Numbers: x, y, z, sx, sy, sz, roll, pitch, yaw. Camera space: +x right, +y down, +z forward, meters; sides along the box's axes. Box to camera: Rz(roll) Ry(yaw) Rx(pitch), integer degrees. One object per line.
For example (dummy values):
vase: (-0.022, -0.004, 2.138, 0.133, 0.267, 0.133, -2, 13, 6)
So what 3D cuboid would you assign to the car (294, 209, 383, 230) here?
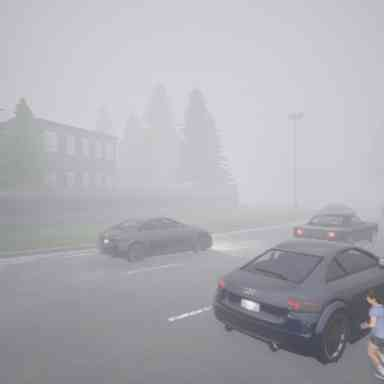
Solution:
car: (6.288, 1.601, 14.180, 4.718, 1.301, 1.895, 0, 0, -45)

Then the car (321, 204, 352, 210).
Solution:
car: (10.668, 1.565, 24.556, 1.994, 1.385, 4.181, 0, 0, 38)

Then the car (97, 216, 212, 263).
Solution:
car: (-1.255, 1.565, 12.078, 4.181, 1.385, 1.994, 0, 0, -40)

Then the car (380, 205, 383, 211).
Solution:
car: (18.061, 1.600, 29.769, 1.895, 1.301, 4.718, 0, 0, 25)

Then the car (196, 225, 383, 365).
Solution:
car: (2.351, 1.564, 5.952, 4.181, 1.385, 1.994, 0, 0, -40)

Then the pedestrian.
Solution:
pedestrian: (2.307, 1.674, 4.044, 0.500, 1.100, 0.500, 0, 0, -39)
